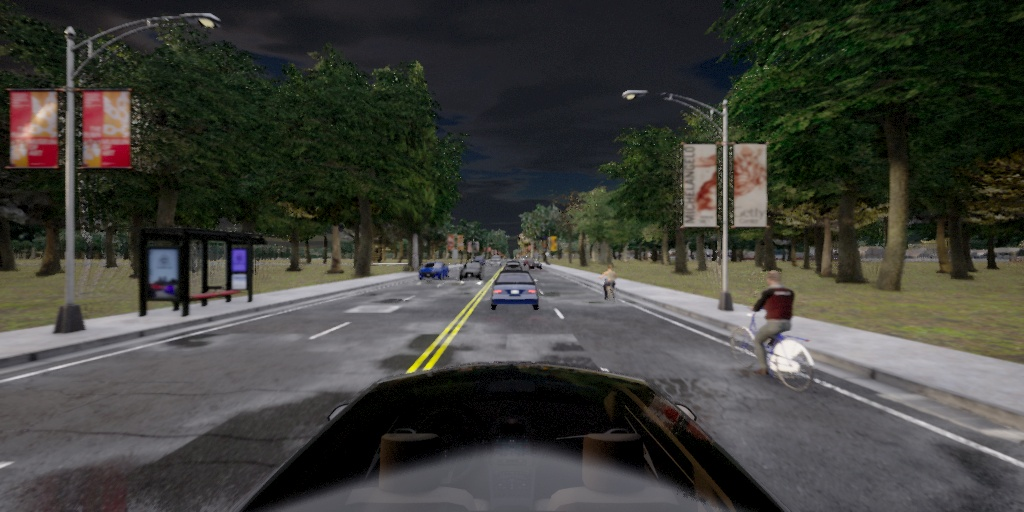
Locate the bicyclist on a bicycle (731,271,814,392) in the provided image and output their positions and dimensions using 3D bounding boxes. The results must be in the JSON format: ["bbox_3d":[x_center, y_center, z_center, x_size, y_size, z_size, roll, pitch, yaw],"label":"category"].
[{"bbox_3d":[4.144,1.120,5.871,0.659,1.776,1.843,0,0,0],"label":"bicyclist on a bicycle"}]

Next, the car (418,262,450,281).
[{"bbox_3d":[-6.592,1.223,30.686,1.882,1.535,5.008,0,0,0],"label":"car"}]

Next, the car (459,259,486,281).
[{"bbox_3d":[-3.342,1.250,30.554,1.837,1.490,4.892,0,0,0],"label":"car"}]

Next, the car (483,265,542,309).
[{"bbox_3d":[0.102,1.295,14.950,2.033,1.411,5.357,0,0,0],"label":"car"}]

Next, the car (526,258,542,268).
[{"bbox_3d":[3.359,1.347,53.314,1.895,1.301,4.718,0,0,0],"label":"car"}]

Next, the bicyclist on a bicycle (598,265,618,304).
[{"bbox_3d":[4.164,1.184,15.393,0.866,1.612,1.509,0,0,0],"label":"bicyclist on a bicycle"}]

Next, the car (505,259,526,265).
[{"bbox_3d":[0.105,1.250,35.473,1.837,1.490,4.892,0,0,0],"label":"car"}]
